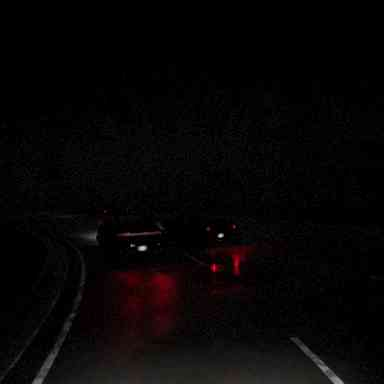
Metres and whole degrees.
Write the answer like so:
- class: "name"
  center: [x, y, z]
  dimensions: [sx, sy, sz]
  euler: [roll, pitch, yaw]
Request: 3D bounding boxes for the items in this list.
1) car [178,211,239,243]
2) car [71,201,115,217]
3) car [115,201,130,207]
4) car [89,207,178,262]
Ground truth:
- class: "car"
  center: [0.194, 1.575, 16.024]
  dimensions: [1.895, 1.301, 4.718]
  euler: [-2, 0, -27]
- class: "car"
  center: [-10.310, 1.774, 33.714]
  dimensions: [4.674, 1.442, 1.812]
  euler: [-2, -1, 36]
- class: "car"
  center: [-8.824, 1.728, 36.950]
  dimensions: [4.674, 1.442, 1.812]
  euler: [-2, 0, 35]
- class: "car"
  center: [-2.438, 1.544, 12.535]
  dimensions: [2.128, 1.511, 4.902]
  euler: [-1, 0, -22]
